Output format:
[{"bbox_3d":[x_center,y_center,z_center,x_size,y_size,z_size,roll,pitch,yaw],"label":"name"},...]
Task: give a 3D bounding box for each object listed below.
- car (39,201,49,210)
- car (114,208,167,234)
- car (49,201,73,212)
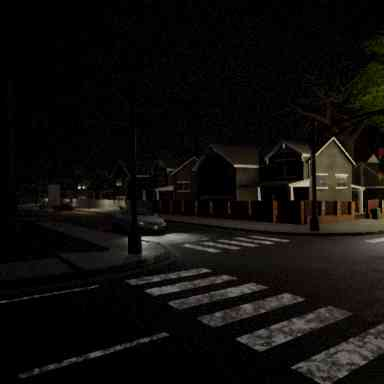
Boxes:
[{"bbox_3d":[-24.230,2.188,55.544,1.994,1.385,4.181,-1,0,-35],"label":"car"},{"bbox_3d":[-3.346,1.729,20.531,1.812,1.442,4.674,-1,0,-35],"label":"car"},{"bbox_3d":[-18.253,1.986,47.015,2.128,1.511,4.902,-1,0,-34],"label":"car"}]
